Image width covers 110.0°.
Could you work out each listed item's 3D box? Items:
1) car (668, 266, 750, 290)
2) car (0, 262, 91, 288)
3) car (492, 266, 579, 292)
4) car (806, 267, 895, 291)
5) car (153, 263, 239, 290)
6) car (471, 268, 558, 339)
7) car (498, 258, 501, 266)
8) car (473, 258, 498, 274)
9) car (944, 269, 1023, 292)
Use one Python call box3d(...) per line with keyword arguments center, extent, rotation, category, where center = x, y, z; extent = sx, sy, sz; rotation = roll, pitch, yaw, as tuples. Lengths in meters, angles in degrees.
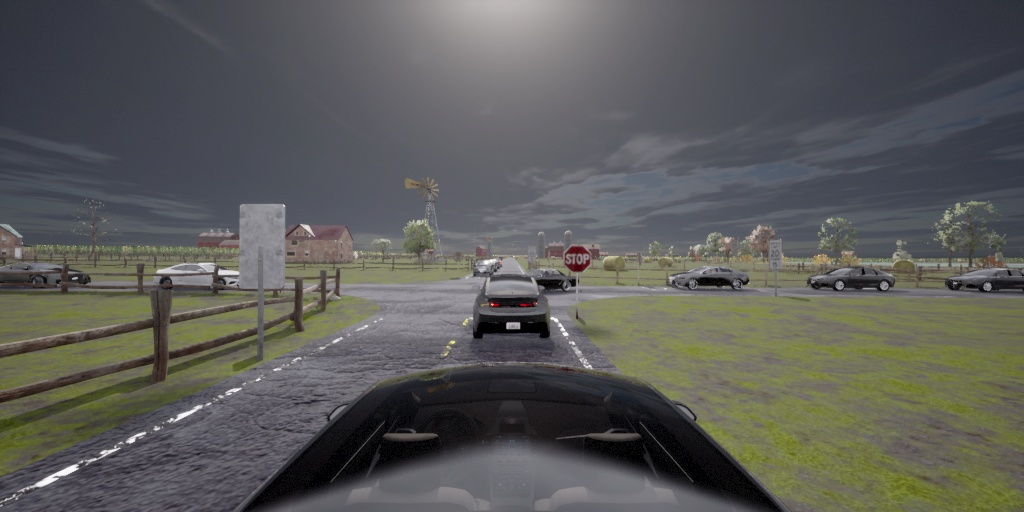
box3d(center=(12.788, 1.396, 23.419), extent=(4.902, 1.511, 2.128), rotation=(1, -1, -2), category="car")
box3d(center=(-26.372, 1.048, 19.962), extent=(4.181, 1.385, 1.994), rotation=(1, -1, -1), category="car")
box3d(center=(1.491, 1.369, 20.186), extent=(4.718, 1.301, 1.895), rotation=(1, 0, -35), category="car")
box3d(center=(22.190, 1.499, 23.595), extent=(4.892, 1.490, 1.837), rotation=(1, -1, -1), category="car")
box3d(center=(-17.252, 1.104, 20.088), extent=(4.674, 1.442, 1.812), rotation=(1, -1, -1), category="car")
box3d(center=(-0.078, 1.256, 10.139), extent=(1.837, 1.490, 4.892), rotation=(0, 0, -2), category="car")
box3d(center=(-2.872, 1.241, 46.270), extent=(2.128, 1.511, 4.902), rotation=(0, 0, 0), category="car")
box3d(center=(-2.875, 1.243, 36.825), extent=(2.128, 1.511, 4.902), rotation=(0, 0, 0), category="car")
box3d(center=(31.692, 1.587, 23.720), extent=(4.892, 1.490, 1.837), rotation=(1, -1, -1), category="car")
